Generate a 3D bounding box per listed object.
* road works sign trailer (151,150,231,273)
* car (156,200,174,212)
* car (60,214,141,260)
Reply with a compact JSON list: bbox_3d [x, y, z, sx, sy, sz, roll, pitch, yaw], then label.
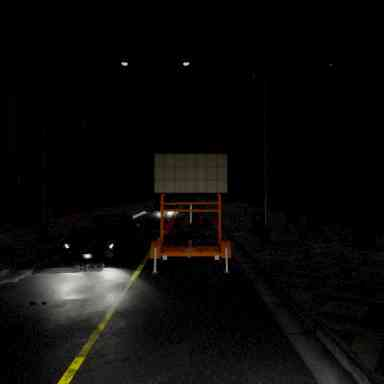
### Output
[{"bbox_3d":[-0.036,0.466,10.651,2.380,3.560,2.880,0,0,0],"label":"road works sign trailer"},{"bbox_3d":[-3.144,1.593,39.793,1.994,1.385,4.181,0,0,0],"label":"car"},{"bbox_3d":[-3.145,1.550,12.673,2.033,1.411,5.357,0,0,0],"label":"car"}]
